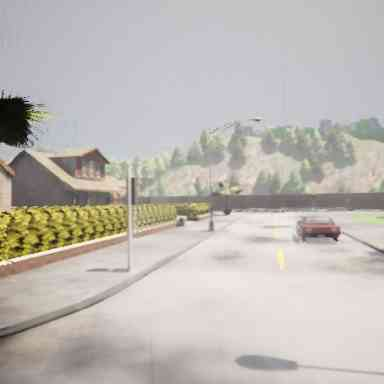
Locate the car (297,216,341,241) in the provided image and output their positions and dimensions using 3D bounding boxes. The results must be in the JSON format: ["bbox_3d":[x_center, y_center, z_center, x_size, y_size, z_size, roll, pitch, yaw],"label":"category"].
[{"bbox_3d":[7.076,1.998,19.021,1.895,1.301,4.718,-1,-2,13],"label":"car"}]
